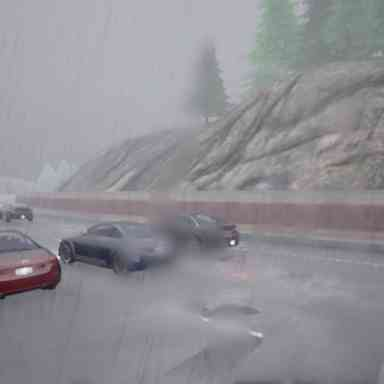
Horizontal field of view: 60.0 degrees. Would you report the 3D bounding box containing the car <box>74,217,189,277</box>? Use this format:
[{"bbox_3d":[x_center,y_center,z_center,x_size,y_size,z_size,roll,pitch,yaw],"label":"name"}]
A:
[{"bbox_3d":[-2.406,1.603,10.489,4.181,1.385,1.994,0,0,39],"label":"car"}]

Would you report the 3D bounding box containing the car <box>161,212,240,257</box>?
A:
[{"bbox_3d":[-0.429,1.555,13.369,4.892,1.490,1.837,0,0,39],"label":"car"}]

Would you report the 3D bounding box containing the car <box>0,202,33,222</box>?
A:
[{"bbox_3d":[-14.248,1.600,26.552,1.837,1.490,4.892,0,0,-43],"label":"car"}]

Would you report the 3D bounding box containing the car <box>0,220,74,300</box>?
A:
[{"bbox_3d":[-4.990,1.593,8.084,4.181,1.385,1.994,0,0,39],"label":"car"}]
